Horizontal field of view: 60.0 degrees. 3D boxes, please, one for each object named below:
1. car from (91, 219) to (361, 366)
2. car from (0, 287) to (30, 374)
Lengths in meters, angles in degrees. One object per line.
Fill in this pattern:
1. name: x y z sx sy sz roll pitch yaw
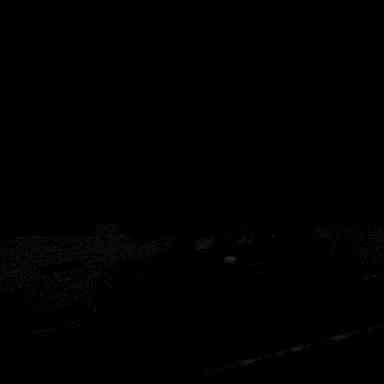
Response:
1. car: 0.816 1.472 6.086 5.009 1.841 2.192 0 -2 -26
2. car: -4.234 1.697 3.644 4.403 1.369 2.008 0 -2 -26
